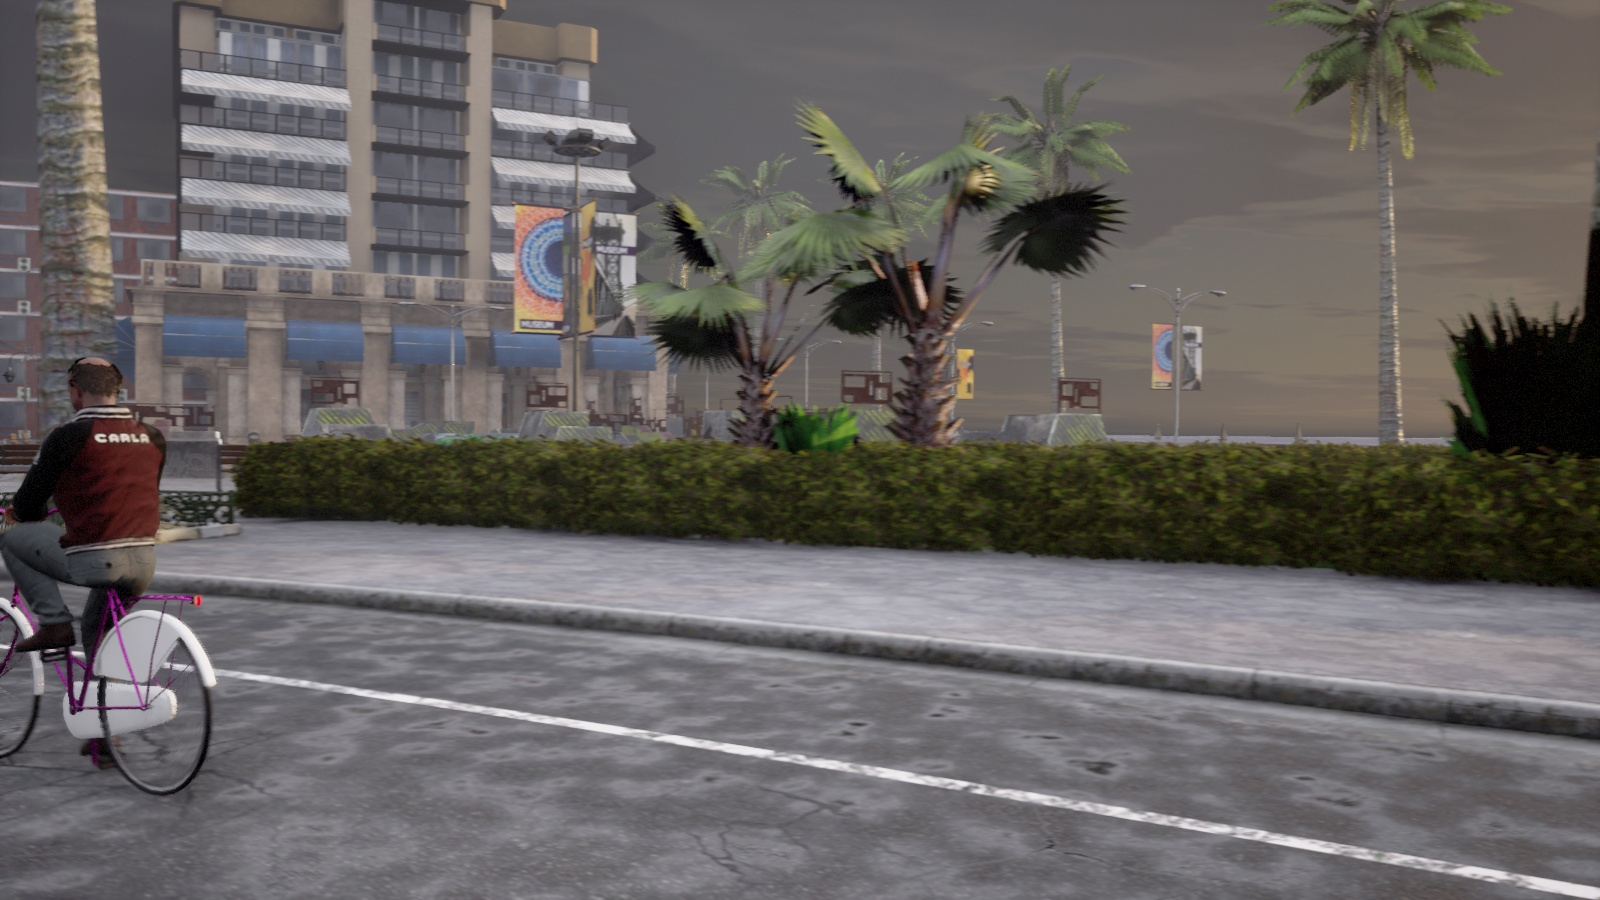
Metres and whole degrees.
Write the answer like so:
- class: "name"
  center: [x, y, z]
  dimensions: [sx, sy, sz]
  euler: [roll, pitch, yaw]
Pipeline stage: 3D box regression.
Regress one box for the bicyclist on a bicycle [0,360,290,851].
- class: "bicyclist on a bicycle"
  center: [-3.060, 0.555, 5.262]
  dimensions: [1.843, 1.776, 0.659]
  euler: [0, 1, 28]
